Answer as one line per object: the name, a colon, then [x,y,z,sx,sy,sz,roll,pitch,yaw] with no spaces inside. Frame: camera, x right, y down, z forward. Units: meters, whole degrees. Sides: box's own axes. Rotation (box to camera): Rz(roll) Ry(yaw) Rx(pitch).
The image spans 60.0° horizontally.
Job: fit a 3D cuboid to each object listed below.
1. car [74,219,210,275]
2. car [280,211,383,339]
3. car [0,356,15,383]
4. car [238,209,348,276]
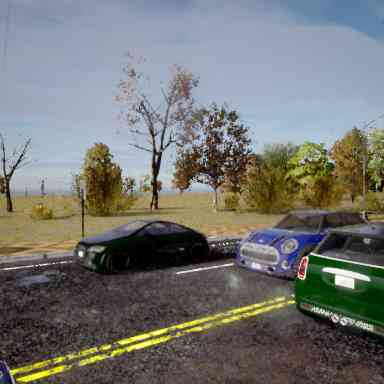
car: [-1.477,1.563,10.503,4.181,1.385,1.994,0,0,-34]
car: [4.027,1.351,6.137,4.553,1.767,2.097,0,0,-34]
car: [-3.061,1.352,1.199,4.553,1.767,2.097,0,0,-36]
car: [3.547,1.350,9.979,4.553,1.767,2.097,0,0,-34]
